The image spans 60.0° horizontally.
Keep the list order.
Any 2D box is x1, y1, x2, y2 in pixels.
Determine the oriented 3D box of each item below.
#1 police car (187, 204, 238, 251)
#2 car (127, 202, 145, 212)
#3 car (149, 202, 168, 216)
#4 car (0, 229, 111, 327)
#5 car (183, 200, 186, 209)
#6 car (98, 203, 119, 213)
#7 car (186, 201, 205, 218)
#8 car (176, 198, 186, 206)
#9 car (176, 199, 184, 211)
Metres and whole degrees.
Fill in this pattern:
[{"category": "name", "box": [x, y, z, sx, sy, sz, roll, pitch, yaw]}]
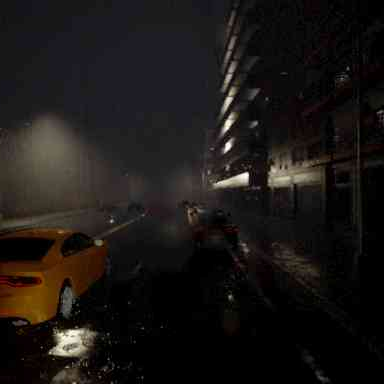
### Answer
[{"category": "police car", "box": [0.861, 1.579, 15.081, 1.930, 1.638, 5.238, 0, -1, -1]}, {"category": "car", "box": [-7.562, 2.038, 45.045, 1.994, 1.385, 4.181, 0, -1, -2]}, {"category": "car", "box": [-3.867, 1.880, 38.543, 1.882, 1.535, 5.008, 0, 0, -2]}, {"category": "car", "box": [-3.191, 1.555, 7.394, 1.882, 1.535, 5.008, 0, 0, 0]}, {"category": "car", "box": [0.513, 1.672, 31.023, 2.097, 1.767, 4.553, 0, -1, -2]}, {"category": "car", "box": [-10.734, 2.055, 43.056, 1.895, 1.301, 4.718, 0, -1, -2]}, {"category": "car", "box": [0.666, 1.714, 25.212, 1.801, 1.575, 5.366, 0, -1, -1]}, {"category": "car", "box": [-2.430, 2.170, 72.390, 1.882, 1.535, 5.008, 0, -1, -4]}, {"category": "car", "box": [-1.161, 2.033, 50.181, 1.837, 1.490, 4.892, 0, -1, -3]}]
